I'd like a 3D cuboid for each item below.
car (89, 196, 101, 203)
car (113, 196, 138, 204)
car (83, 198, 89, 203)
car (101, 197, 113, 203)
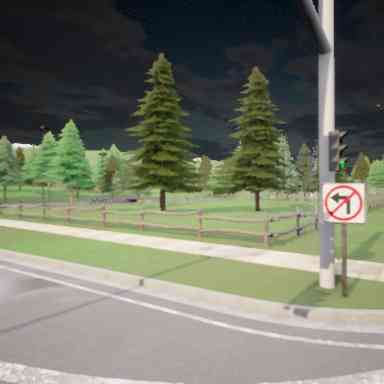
[{"bbox_3d":[-19.010,1.734,72.094,2.128,1.511,4.902,0,0,35],"label":"car"},{"bbox_3d":[-13.265,1.538,68.095,2.097,1.767,4.553,0,0,35],"label":"car"},{"bbox_3d":[-21.874,1.747,74.106,2.128,1.511,4.902,0,0,35],"label":"car"},{"bbox_3d":[-16.163,1.791,70.057,1.895,1.301,4.718,0,0,35],"label":"car"}]
